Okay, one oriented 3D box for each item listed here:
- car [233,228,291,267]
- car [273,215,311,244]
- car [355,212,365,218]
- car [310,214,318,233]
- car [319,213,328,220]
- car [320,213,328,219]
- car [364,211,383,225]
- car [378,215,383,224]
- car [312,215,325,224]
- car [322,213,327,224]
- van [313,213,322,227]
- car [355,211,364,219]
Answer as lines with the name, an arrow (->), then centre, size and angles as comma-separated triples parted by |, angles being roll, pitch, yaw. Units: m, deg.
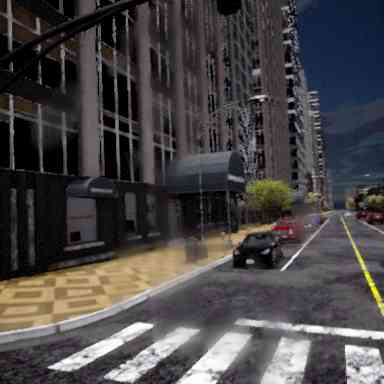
car -> 3.291, 2.649, 15.936 | 1.947, 1.339, 4.313 | -5, -5, 23
car -> 7.456, 2.892, 25.402 | 2.192, 1.841, 5.009 | -5, -5, 23
car -> 42.188, 5.823, 83.403 | 1.947, 1.339, 4.313 | -5, -5, 23
car -> 11.990, 3.540, 35.481 | 1.967, 1.590, 4.097 | -5, -5, 23
car -> 32.231, 6.029, 81.539 | 1.752, 1.417, 4.829 | -5, -5, 23
car -> 34.454, 6.294, 86.601 | 1.752, 1.417, 4.829 | -5, -5, 23
car -> 26.618, 3.723, 47.989 | 2.192, 1.841, 5.009 | -5, -5, 23
car -> 19.679, 3.129, 32.108 | 2.008, 1.369, 4.403 | -5, -5, 23
car -> 23.342, 4.972, 61.291 | 1.752, 1.417, 4.829 | -5, -5, 23
car -> 21.177, 4.507, 56.399 | 2.192, 1.841, 5.009 | -5, -5, 23
van -> 16.733, 4.004, 46.273 | 1.690, 1.788, 3.998 | -5, -5, 23
car -> 37.730, 5.045, 73.299 | 2.192, 1.841, 5.009 | -5, -5, 23
